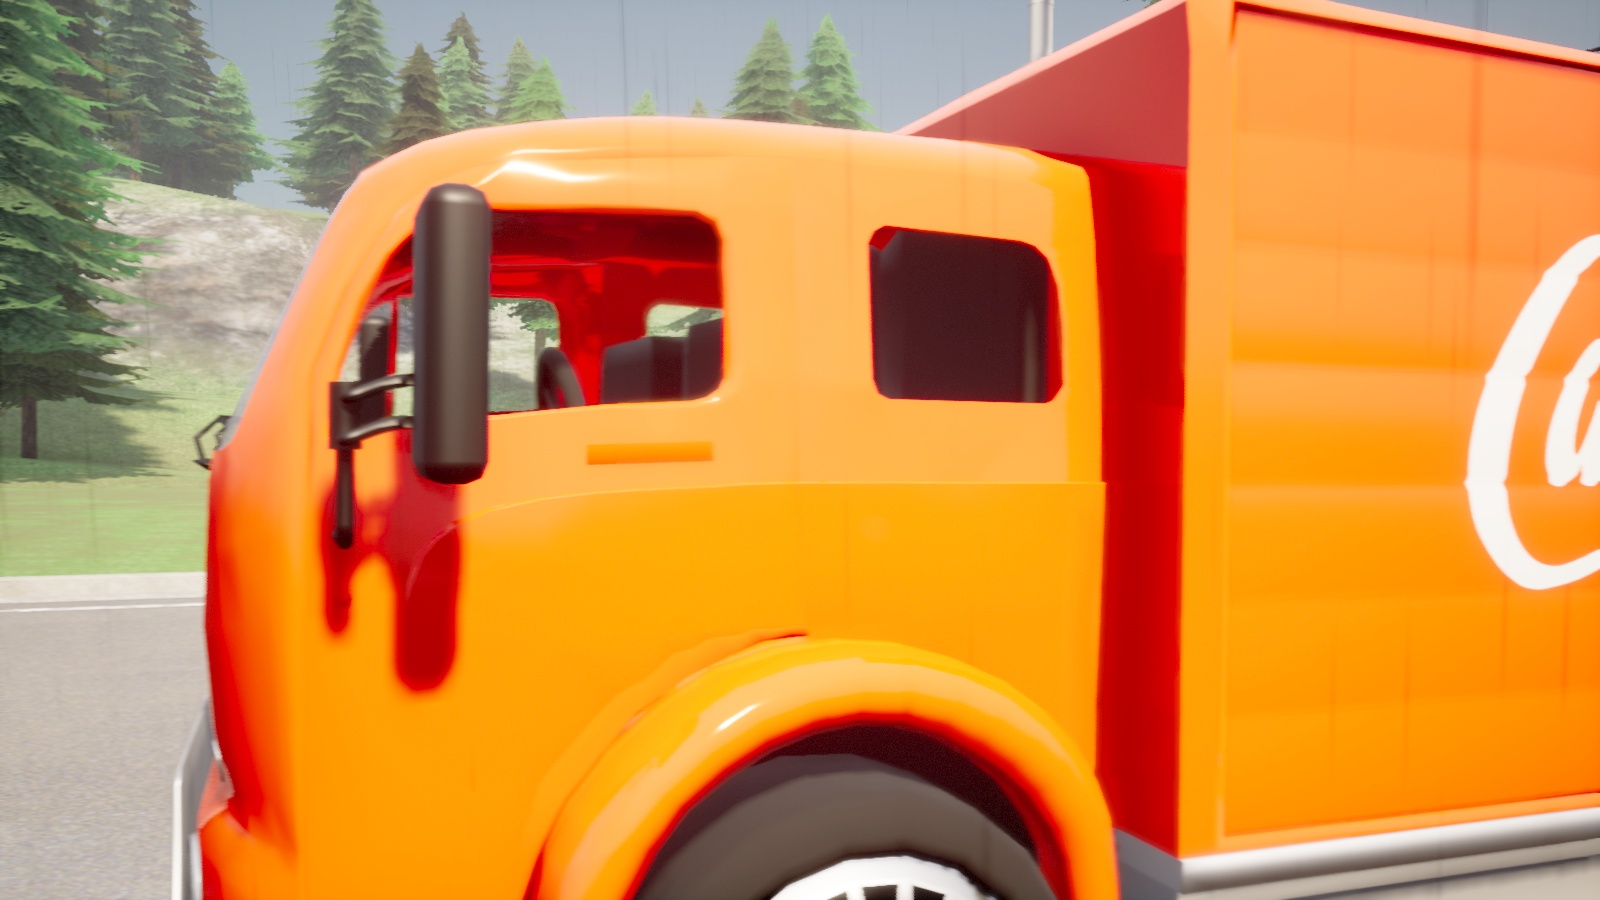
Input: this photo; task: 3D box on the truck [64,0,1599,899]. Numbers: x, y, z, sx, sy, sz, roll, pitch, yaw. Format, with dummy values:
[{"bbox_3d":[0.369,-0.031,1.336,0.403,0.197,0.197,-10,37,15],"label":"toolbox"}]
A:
[{"bbox_3d":[1.082,0.246,3.668,5.204,2.467,2.627,-1,1,-21],"label":"truck"}]
